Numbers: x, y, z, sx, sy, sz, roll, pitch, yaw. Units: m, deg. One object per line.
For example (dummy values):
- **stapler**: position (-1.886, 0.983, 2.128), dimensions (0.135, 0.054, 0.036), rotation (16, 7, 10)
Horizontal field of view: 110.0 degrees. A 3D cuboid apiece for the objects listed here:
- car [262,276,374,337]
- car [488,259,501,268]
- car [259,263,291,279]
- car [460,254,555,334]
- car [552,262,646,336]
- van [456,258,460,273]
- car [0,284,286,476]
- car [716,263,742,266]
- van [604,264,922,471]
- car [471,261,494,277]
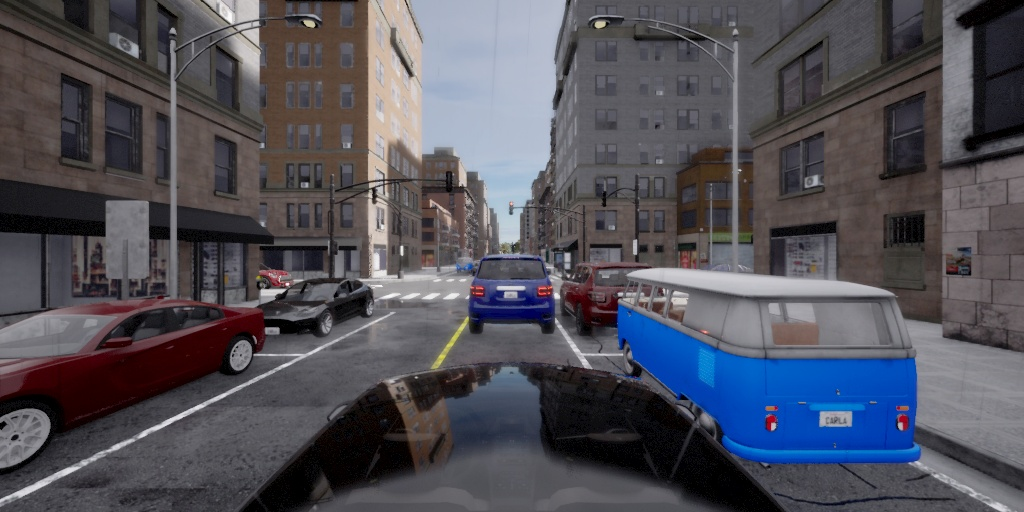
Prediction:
- **car**: position (-5.410, 1.316, 10.254), dimensions (1.948, 1.339, 4.313), rotation (0, 0, 0)
- **car**: position (-3.025, 1.289, 62.563), dimensions (2.033, 1.411, 5.357), rotation (0, 0, 0)
- **car**: position (-16.087, 1.164, 22.097), dimensions (4.553, 1.767, 2.097), rotation (0, 0, 0)
- **car**: position (0.035, 0.971, 10.783), dimensions (2.150, 2.045, 5.566), rotation (0, 0, 1)
- **car**: position (2.615, 1.064, 10.282), dimensions (2.192, 1.841, 5.009), rotation (0, 0, 0)
- **van**: position (-5.540, 1.086, 42.218), dimensions (1.690, 1.789, 3.998), rotation (0, 0, 0)
- **car**: position (-5.391, 1.295, 4.744), dimensions (1.888, 1.381, 4.507), rotation (0, 0, 0)
- **car**: position (14.682, 1.225, 25.198), dimensions (5.357, 1.411, 2.033), rotation (0, 0, 0)
- **van**: position (2.634, 1.091, 4.771), dimensions (1.690, 1.789, 3.998), rotation (0, 0, 0)
- **car**: position (-2.951, 1.251, 36.650), dimensions (1.837, 1.490, 4.892), rotation (0, 0, 1)
